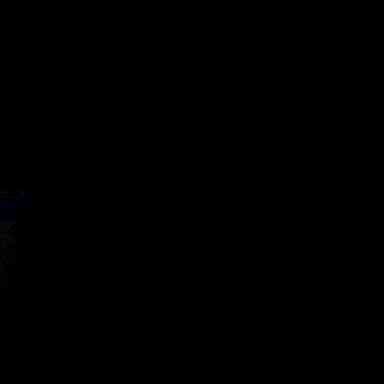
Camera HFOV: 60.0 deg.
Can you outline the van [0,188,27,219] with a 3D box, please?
[{"bbox_3d":[-10.975,0.800,22.212,1.690,1.788,3.998,3,2,35],"label":"van"}]
